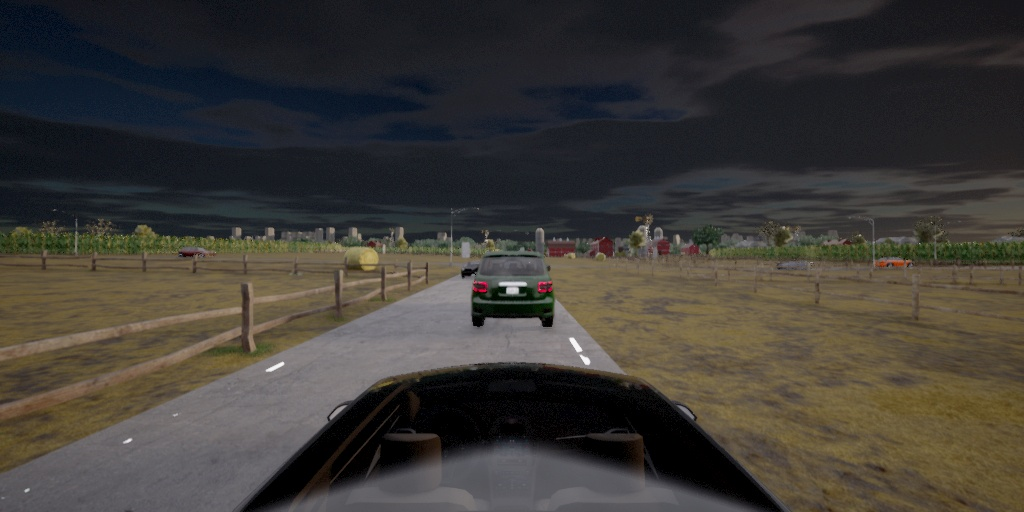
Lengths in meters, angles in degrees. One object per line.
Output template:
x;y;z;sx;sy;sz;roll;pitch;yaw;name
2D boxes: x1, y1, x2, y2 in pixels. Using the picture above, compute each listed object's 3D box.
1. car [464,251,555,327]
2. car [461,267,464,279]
0.047;0.858;11.105;2.150;2.045;5.566;0;1;1;car
-2.829;1.040;28.180;1.895;1.301;4.718;0;1;0;car
